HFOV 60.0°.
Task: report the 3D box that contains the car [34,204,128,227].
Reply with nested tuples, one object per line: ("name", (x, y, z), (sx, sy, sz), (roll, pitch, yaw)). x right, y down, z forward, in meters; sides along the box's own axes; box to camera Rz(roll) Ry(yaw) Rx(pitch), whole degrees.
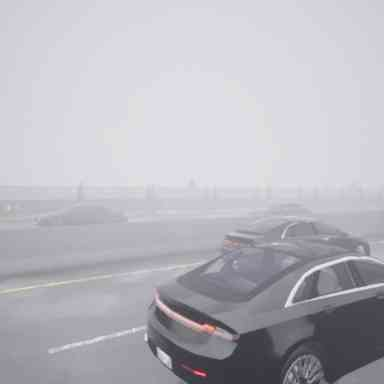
("car", (-6.656, 1.445, 20.307), (5.357, 1.411, 2.033), (0, 0, -31))

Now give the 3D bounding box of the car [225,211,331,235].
("car", (3.095, 1.467, 9.596), (4.892, 1.490, 1.837), (0, 0, -30))

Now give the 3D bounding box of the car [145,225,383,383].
("car", (1.760, 1.473, 4.703), (4.902, 1.511, 2.128), (0, 0, -33))

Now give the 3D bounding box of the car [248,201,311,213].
("car", (6.100, 1.415, 23.160), (4.892, 1.490, 1.837), (0, 0, -25))
